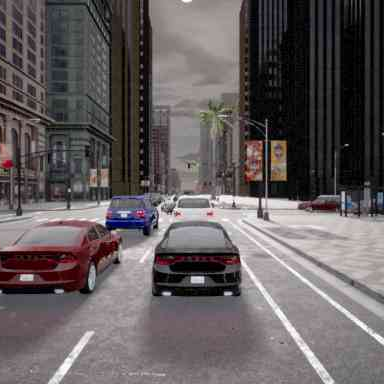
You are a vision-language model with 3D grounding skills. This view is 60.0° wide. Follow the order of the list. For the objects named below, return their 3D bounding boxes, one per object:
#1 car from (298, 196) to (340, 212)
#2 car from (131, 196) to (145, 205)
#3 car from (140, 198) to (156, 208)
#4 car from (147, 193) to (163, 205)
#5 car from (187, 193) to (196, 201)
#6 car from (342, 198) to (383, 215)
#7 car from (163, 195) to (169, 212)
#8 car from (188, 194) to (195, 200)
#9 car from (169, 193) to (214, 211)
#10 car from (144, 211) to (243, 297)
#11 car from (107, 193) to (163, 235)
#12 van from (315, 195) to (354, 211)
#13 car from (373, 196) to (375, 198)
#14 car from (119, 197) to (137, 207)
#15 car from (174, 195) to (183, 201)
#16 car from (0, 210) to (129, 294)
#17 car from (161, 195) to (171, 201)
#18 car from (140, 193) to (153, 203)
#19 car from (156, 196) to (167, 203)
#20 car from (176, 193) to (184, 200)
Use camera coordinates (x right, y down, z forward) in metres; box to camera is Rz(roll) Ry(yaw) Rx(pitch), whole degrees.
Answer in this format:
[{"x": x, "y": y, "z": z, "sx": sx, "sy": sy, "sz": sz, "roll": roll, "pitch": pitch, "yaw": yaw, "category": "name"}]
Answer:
[{"x": 14.424, "y": 1.460, "z": 37.174, "sx": 5.008, "sy": 1.535, "sz": 1.882, "roll": 0, "pitch": 0, "yaw": 0, "category": "car"}, {"x": -9.863, "y": 1.528, "z": 61.513, "sx": 1.812, "sy": 1.442, "sz": 4.674, "roll": 0, "pitch": 0, "yaw": 0, "category": "car"}, {"x": -6.620, "y": 1.602, "z": 50.620, "sx": 1.895, "sy": 1.301, "sz": 4.718, "roll": 0, "pitch": 0, "yaw": -1, "category": "car"}, {"x": -6.622, "y": 1.223, "z": 60.491, "sx": 2.150, "sy": 2.045, "sz": 5.566, "roll": 0, "pitch": 0, "yaw": 1, "category": "car"}, {"x": -0.068, "y": 1.222, "z": 82.127, "sx": 2.150, "sy": 2.045, "sz": 5.566, "roll": 0, "pitch": 0, "yaw": 0, "category": "car"}, {"x": 17.044, "y": 1.548, "z": 31.316, "sx": 4.403, "sy": 1.369, "sz": 2.008, "roll": 0, "pitch": 0, "yaw": 0, "category": "car"}, {"x": -1.000, "y": 1.355, "z": 34.313, "sx": 4.553, "sy": 1.767, "sz": 2.097, "roll": 0, "pitch": 0, "yaw": -26, "category": "car"}, {"x": -0.076, "y": 1.395, "z": 92.516, "sx": 2.033, "sy": 1.411, "sz": 5.357, "roll": 0, "pitch": 0, "yaw": 0, "category": "car"}, {"x": 0.086, "y": 1.221, "z": 18.607, "sx": 2.150, "sy": 2.045, "sz": 5.566, "roll": 0, "pitch": 0, "yaw": 0, "category": "car"}, {"x": 0.092, "y": 1.477, "z": 8.648, "sx": 1.882, "sy": 1.535, "sz": 5.008, "roll": 0, "pitch": 0, "yaw": 0, "category": "car"}, {"x": -3.194, "y": 1.221, "z": 18.664, "sx": 2.150, "sy": 2.045, "sz": 5.566, "roll": 0, "pitch": 0, "yaw": 2, "category": "car"}, {"x": 17.033, "y": 1.314, "z": 39.840, "sx": 3.998, "sy": 1.788, "sz": 1.690, "roll": 0, "pitch": 0, "yaw": 0, "category": "van"}, {"x": 22.710, "y": 1.284, "z": 39.846, "sx": 5.009, "sy": 1.841, "sz": 2.192, "roll": 0, "pitch": 0, "yaw": 0, "category": "car"}, {"x": -9.926, "y": 1.493, "z": 51.869, "sx": 2.128, "sy": 1.511, "sz": 4.902, "roll": 0, "pitch": 0, "yaw": -3, "category": "car"}, {"x": -3.318, "y": 1.496, "z": 81.677, "sx": 1.837, "sy": 1.490, "sz": 4.892, "roll": 0, "pitch": 0, "yaw": 0, "category": "car"}, {"x": -3.157, "y": 1.477, "z": 8.800, "sx": 1.882, "sy": 1.535, "sz": 5.008, "roll": 0, "pitch": 0, "yaw": 0, "category": "car"}, {"x": -6.571, "y": 1.515, "z": 85.654, "sx": 2.128, "sy": 1.511, "sz": 4.902, "roll": 0, "pitch": 0, "yaw": 0, "category": "car"}, {"x": -9.810, "y": 1.229, "z": 71.911, "sx": 2.150, "sy": 2.045, "sz": 5.566, "roll": 0, "pitch": 0, "yaw": 0, "category": "car"}, {"x": -6.559, "y": 1.598, "z": 70.845, "sx": 1.895, "sy": 1.301, "sz": 4.718, "roll": 0, "pitch": 0, "yaw": 0, "category": "car"}, {"x": -3.326, "y": 1.193, "z": 92.067, "sx": 2.097, "sy": 1.767, "sz": 4.553, "roll": 0, "pitch": 0, "yaw": 0, "category": "car"}]
